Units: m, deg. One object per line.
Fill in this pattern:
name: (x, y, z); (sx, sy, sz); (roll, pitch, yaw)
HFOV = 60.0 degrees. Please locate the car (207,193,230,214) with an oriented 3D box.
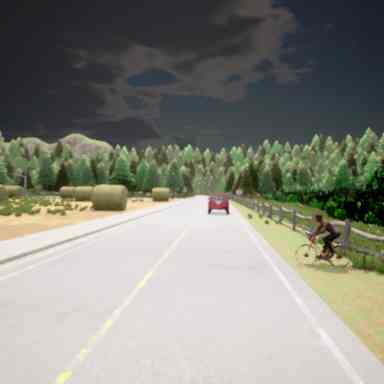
car: (2.754, 1.147, 34.310); (2.150, 2.045, 5.566); (1, 0, 5)

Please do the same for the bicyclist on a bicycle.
bicyclist on a bicycle: (3.974, 1.484, 10.079); (1.656, 1.620, 0.582); (2, 0, 5)

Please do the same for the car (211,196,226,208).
car: (3.850, 1.387, 47.961); (2.128, 1.511, 4.902); (1, 0, 5)
